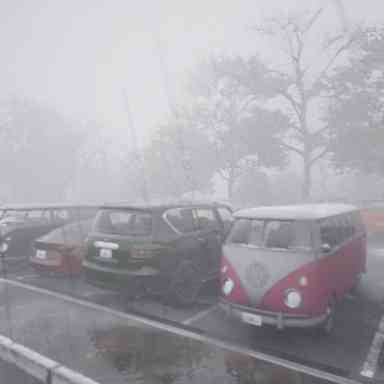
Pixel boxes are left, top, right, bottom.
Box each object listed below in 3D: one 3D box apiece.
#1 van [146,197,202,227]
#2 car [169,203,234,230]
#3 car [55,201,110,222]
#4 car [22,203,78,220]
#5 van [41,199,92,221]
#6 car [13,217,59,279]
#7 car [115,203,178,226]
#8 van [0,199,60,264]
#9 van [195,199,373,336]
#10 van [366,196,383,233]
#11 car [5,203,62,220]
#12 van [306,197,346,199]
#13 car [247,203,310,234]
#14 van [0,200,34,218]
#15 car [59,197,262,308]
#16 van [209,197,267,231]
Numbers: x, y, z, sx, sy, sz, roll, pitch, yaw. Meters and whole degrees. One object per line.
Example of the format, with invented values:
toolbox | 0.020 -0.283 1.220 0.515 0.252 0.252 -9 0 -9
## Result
van | -1.239 1.449 25.360 1.878 1.987 4.442 -1 -1 36
car | 0.842 1.617 23.499 1.946 1.575 5.366 -1 -1 36
car | -10.334 1.767 31.686 2.185 1.767 4.553 -1 -1 36
car | -14.822 2.003 34.929 2.231 1.521 4.892 -1 -1 36
van | -12.501 1.721 33.419 1.878 1.987 4.442 -1 -1 36
car | -2.264 1.544 9.901 2.163 1.488 4.792 -1 0 36
car | -3.560 1.730 26.869 2.231 1.521 4.892 -1 -1 36
van | -4.615 1.344 11.404 1.878 1.987 4.442 -1 -1 36
van | 2.143 1.240 6.567 1.878 1.987 4.442 0 0 36
van | 10.009 1.238 17.309 1.878 1.987 4.442 0 0 36
car | -17.176 2.055 36.394 1.946 1.575 5.366 -2 -1 36
van | 7.512 1.249 18.809 1.878 1.987 4.442 -1 0 36
car | 5.455 1.511 20.431 2.097 1.535 5.008 -1 -1 36
van | -21.606 1.967 39.936 1.878 1.987 4.442 -2 -1 36
car | -0.030 1.224 8.301 2.435 2.045 5.566 0 0 36
van | 3.128 1.340 21.946 1.878 1.987 4.442 -1 -1 36
